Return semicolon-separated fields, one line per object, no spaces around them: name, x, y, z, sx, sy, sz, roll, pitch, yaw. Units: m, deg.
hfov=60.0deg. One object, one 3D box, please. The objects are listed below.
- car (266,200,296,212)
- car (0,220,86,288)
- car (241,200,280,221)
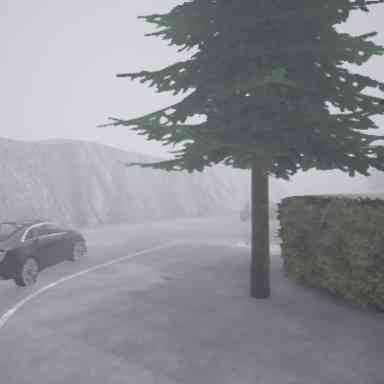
car;10.962;1.682;40.659;1.895;1.301;4.718;0;0;37
car;-4.674;1.543;9.429;2.128;1.511;4.902;-1;0;4
car;5.856;1.413;27.525;2.097;1.767;4.553;0;0;36
